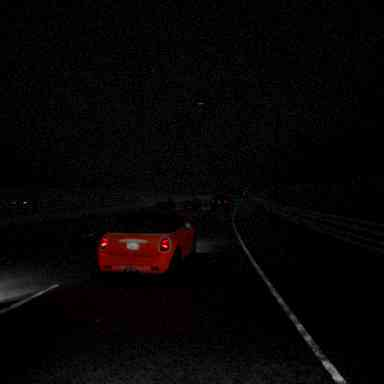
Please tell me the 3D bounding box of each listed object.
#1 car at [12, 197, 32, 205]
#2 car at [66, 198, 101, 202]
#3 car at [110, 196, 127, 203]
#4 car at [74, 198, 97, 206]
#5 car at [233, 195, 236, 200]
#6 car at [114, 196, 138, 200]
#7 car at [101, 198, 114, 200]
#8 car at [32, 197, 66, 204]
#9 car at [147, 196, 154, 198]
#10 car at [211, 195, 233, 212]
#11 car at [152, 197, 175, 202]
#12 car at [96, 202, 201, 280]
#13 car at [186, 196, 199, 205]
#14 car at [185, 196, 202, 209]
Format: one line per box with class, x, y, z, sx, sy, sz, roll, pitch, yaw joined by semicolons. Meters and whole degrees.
car;-21.039;1.394;42.963;2.097;1.767;4.553;0;0;9
car;-13.961;1.624;42.972;1.994;1.385;4.181;0;0;9
car;-16.257;1.660;74.019;2.033;1.411;5.357;0;0;9
car;-18.628;1.684;58.512;1.895;1.301;4.718;0;0;9
car;6.771;1.667;62.459;1.837;1.490;4.892;0;0;9
car;-11.537;1.629;58.624;1.812;1.442;4.674;0;0;9
car;-15.192;1.655;57.900;1.994;1.385;4.181;0;0;9
car;-17.624;1.553;42.177;1.837;1.490;4.892;0;0;9
car;-9.196;1.664;73.895;2.128;1.511;4.902;0;0;9
car;3.590;1.329;41.479;2.150;2.045;5.566;0;0;9
car;-3.331;1.567;42.536;1.882;1.535;5.008;0;0;9
car;-1.137;1.362;10.307;2.097;1.767;4.553;0;0;9
car;0.150;1.654;65.488;1.837;1.490;4.892;0;0;9
car;0.127;1.589;42.008;2.128;1.511;4.902;0;0;9
